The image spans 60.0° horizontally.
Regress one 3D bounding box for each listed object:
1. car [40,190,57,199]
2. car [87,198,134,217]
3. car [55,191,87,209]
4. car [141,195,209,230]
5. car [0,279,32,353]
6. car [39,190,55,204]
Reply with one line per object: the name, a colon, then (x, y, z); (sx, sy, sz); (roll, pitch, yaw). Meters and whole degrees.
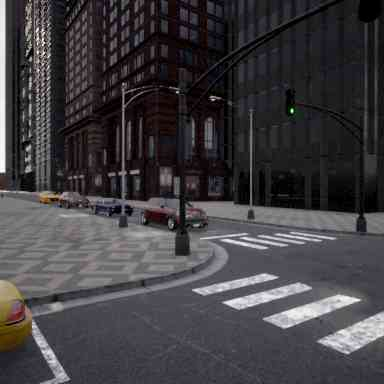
car: (-24.731, 0.467, 57.116); (1.812, 1.442, 4.674); (0, 1, -35)
car: (-6.333, 1.153, 26.138); (1.895, 1.301, 4.718); (0, 1, -36)
car: (-12.203, 0.724, 34.288); (2.097, 1.767, 4.553); (0, 1, -36)
car: (-1.065, 1.072, 18.833); (2.097, 1.767, 4.553); (0, 1, -36)
car: (-4.403, 1.525, 3.508); (4.829, 1.417, 1.752); (0, 0, -35)
car: (-18.276, 0.668, 42.773); (1.882, 1.535, 5.008); (0, 1, -35)
